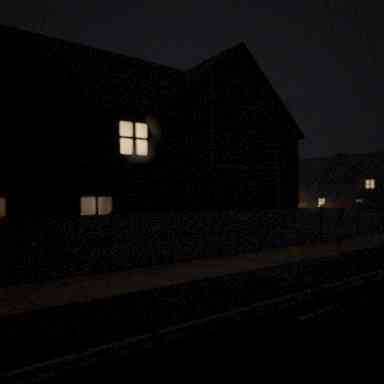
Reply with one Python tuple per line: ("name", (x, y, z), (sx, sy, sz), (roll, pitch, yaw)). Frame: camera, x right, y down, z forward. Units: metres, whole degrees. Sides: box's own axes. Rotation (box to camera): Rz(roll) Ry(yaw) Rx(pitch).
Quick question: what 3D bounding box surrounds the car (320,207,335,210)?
("car", (12.053, 2.035, 28.996), (1.812, 1.442, 4.674), (-1, -1, -36))
